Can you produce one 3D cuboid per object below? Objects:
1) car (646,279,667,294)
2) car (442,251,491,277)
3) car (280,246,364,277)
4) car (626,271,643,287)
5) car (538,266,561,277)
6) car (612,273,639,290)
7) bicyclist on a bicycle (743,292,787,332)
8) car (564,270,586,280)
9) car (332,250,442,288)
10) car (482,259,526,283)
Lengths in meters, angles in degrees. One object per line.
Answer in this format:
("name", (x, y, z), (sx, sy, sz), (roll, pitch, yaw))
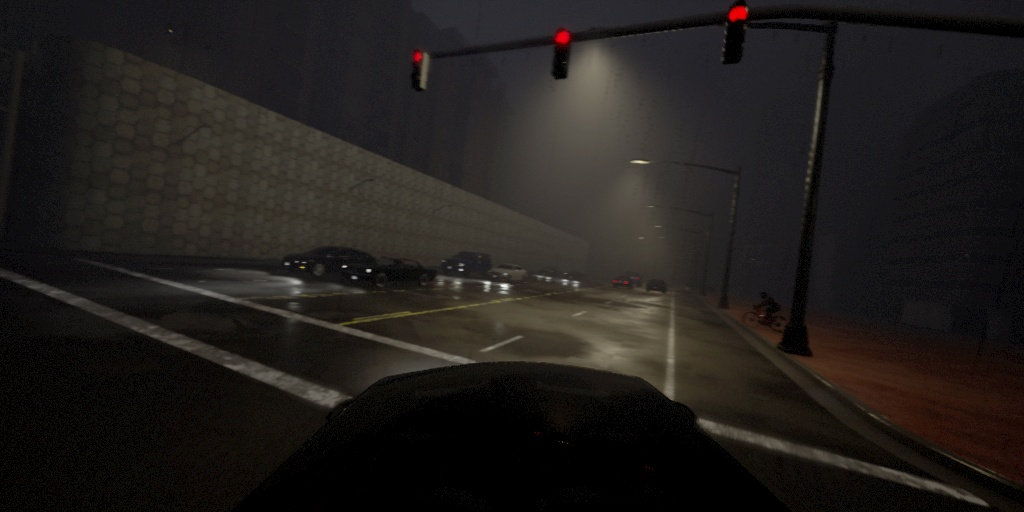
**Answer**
("car", (16.024, 3.293, 39.683), (1.882, 1.535, 5.008), (7, 0, 25))
("car", (-3.634, 0.645, 30.219), (2.150, 2.045, 5.566), (7, 0, 25))
("car", (-9.062, 0.238, 18.258), (1.837, 1.490, 4.892), (7, 0, 24))
("car", (16.975, 3.195, 50.313), (2.150, 2.045, 5.566), (7, 0, 24))
("car", (5.362, 2.136, 50.047), (2.033, 1.411, 5.357), (7, 0, 25))
("car", (12.709, 2.973, 40.821), (2.033, 1.411, 5.357), (7, 0, 25))
("bicyclist on a bicycle", (11.094, 2.425, 15.652), (1.656, 1.620, 0.582), (7, 0, 24))
("car", (8.564, 2.565, 48.691), (1.895, 1.301, 4.718), (7, 0, 24))
("car", (-5.741, 0.727, 17.209), (1.895, 1.301, 4.718), (7, 0, 25))
("car", (-0.300, 1.351, 29.198), (1.812, 1.442, 4.674), (7, 0, 25))
